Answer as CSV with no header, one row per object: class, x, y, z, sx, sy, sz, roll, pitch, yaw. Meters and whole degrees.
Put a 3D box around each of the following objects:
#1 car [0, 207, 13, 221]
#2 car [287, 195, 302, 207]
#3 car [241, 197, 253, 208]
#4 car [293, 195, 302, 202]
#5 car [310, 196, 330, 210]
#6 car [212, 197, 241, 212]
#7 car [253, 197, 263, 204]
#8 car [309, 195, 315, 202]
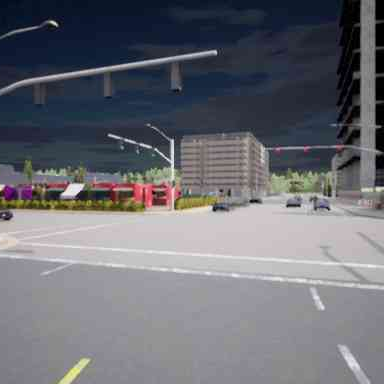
car,-16.344,1.613,26.366,4.181,1.385,1.994,0,0,19
car,15.246,1.551,49.705,1.994,1.385,4.181,0,0,19
car,7.188,1.493,48.348,1.837,1.490,4.892,0,0,19
car,24.975,1.520,78.558,2.033,1.411,5.357,0,0,19
car,16.238,1.536,41.769,2.033,1.411,5.357,0,0,19
car,3.793,1.538,38.429,2.033,1.411,5.357,0,0,19
car,12.001,1.585,62.317,1.895,1.301,4.718,0,0,19
car,27.283,1.505,74.481,1.812,1.442,4.674,0,0,19
